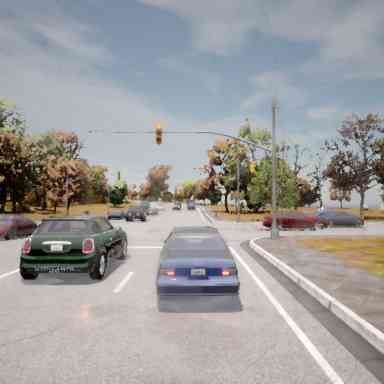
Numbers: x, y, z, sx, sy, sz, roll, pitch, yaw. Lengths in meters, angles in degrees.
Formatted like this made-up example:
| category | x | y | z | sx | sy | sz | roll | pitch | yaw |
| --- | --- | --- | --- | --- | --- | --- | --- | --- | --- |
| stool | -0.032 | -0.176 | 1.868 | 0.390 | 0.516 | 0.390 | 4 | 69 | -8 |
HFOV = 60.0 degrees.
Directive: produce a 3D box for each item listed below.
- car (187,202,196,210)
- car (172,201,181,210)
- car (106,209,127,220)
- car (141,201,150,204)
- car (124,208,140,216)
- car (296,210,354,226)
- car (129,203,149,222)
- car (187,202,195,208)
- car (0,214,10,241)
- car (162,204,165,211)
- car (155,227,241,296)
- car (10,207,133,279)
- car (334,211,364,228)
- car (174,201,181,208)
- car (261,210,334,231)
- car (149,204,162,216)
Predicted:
| category | x | y | z | sx | sy | sz | roll | pitch | yaw |
| --- | --- | --- | --- | --- | --- | --- | --- | --- | --- |
| car | -0.162 | 3.479 | 77.833 | 1.812 | 1.442 | 4.674 | 0 | 0 | 0 |
| car | -3.662 | 3.551 | 77.891 | 1.895 | 1.301 | 4.718 | 0 | 0 | 0 |
| car | -10.731 | 3.216 | 47.662 | 2.033 | 1.411 | 5.357 | 0 | -2 | -3 |
| car | -10.656 | 3.198 | 74.971 | 2.150 | 2.045 | 5.566 | 0 | 0 | 0 |
| car | -10.699 | 3.543 | 59.554 | 1.895 | 1.301 | 4.718 | 0 | -1 | 0 |
| car | 13.179 | 2.531 | 33.186 | 5.008 | 1.535 | 1.882 | 0 | -3 | -1 |
| car | -6.947 | 2.657 | 41.551 | 2.150 | 2.045 | 5.566 | 0 | -2 | -3 |
| car | -0.278 | 3.319 | 88.016 | 1.994 | 1.385 | 4.181 | 0 | 0 | -4 |
| car | -10.639 | 1.974 | 19.072 | 1.994 | 1.385 | 4.181 | 0 | -2 | 0 |
| car | -7.156 | 3.498 | 74.860 | 1.812 | 1.442 | 4.674 | 0 | 0 | 0 |
| car | 0.073 | 1.647 | 8.955 | 2.033 | 1.411 | 5.357 | 0 | -1 | -1 |
| car | -3.438 | 1.488 | 10.572 | 2.097 | 1.767 | 4.553 | 0 | -1 | 0 |
| car | 13.012 | 2.455 | 29.691 | 4.181 | 1.385 | 1.994 | 0 | -3 | -2 |
| car | -3.777 | 3.263 | 87.923 | 1.837 | 1.490 | 4.892 | 0 | 0 | -4 |
| car | 7.918 | 2.191 | 25.829 | 5.008 | 1.535 | 1.882 | 0 | -2 | 3 |
| car | -7.198 | 3.437 | 59.825 | 2.128 | 1.511 | 4.902 | 0 | -1 | 0 |
